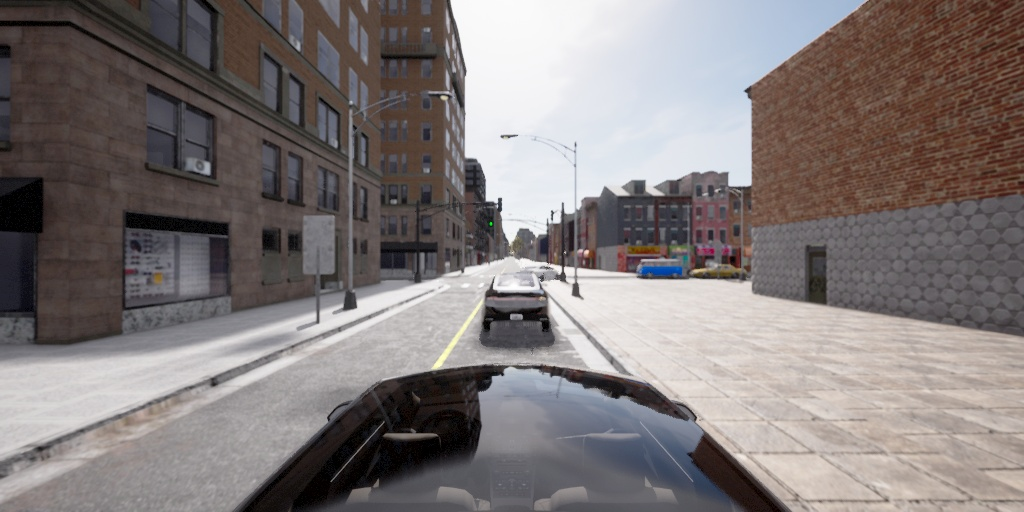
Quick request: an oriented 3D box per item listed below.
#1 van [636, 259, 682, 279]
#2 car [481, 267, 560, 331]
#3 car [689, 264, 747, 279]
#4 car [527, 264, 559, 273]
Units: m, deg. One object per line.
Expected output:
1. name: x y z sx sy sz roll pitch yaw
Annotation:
1. van: 13.793 1.212 33.588 3.998 1.789 1.690 0 0 0
2. car: 0.116 1.279 11.172 2.128 1.511 4.902 0 0 0
3. car: 19.234 1.392 33.570 4.829 1.417 1.751 0 0 0
4. car: 2.238 1.385 28.873 1.812 1.442 4.674 -1 -1 31
